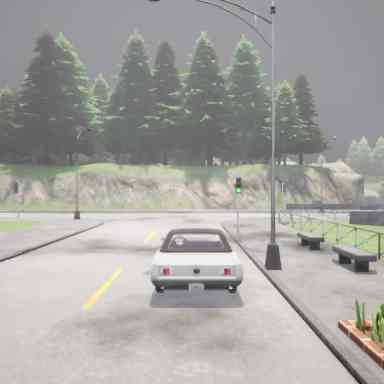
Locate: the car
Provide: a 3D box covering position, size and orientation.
[{"bbox_3d":[0.094,1.604,8.855,1.895,1.301,4.718,0,0,0],"label":"car"}]
